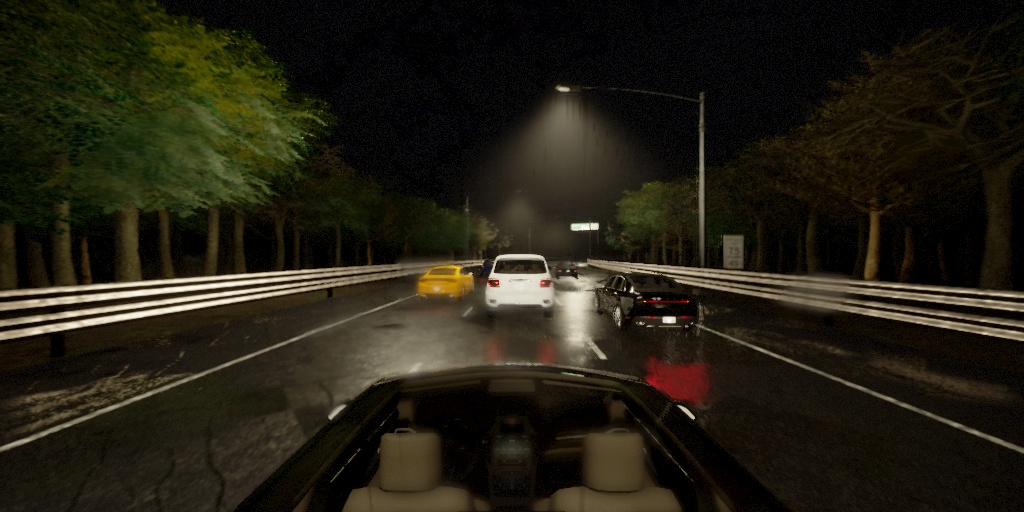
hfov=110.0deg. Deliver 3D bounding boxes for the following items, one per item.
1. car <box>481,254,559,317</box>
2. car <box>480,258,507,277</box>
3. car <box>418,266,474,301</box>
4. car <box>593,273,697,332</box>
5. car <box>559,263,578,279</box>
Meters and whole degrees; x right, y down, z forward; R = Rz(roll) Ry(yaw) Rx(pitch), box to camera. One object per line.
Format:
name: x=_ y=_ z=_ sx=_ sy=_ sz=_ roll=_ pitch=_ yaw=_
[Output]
car: x=0.315 y=0.969 z=13.272 sx=2.150 sy=2.045 sz=5.566 roll=0 pitch=0 yaw=2
car: x=-1.805 y=1.090 z=36.331 sx=2.097 sy=1.767 sz=4.553 roll=0 pitch=0 yaw=5
car: x=-3.031 y=1.220 z=17.377 sx=1.882 sy=1.535 sz=5.008 roll=0 pitch=0 yaw=2
car: x=3.760 y=1.257 z=10.865 sx=1.837 sy=1.490 sz=4.892 roll=0 pitch=0 yaw=1
car: x=4.861 y=1.294 z=32.299 sx=2.033 sy=1.411 sz=5.357 roll=0 pitch=0 yaw=5
